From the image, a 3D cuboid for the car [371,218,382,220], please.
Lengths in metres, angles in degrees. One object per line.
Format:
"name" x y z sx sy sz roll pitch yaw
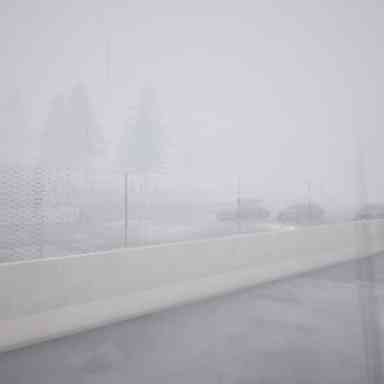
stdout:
"car" 14.311 1.583 25.669 5.357 1.411 2.033 0 0 -44
